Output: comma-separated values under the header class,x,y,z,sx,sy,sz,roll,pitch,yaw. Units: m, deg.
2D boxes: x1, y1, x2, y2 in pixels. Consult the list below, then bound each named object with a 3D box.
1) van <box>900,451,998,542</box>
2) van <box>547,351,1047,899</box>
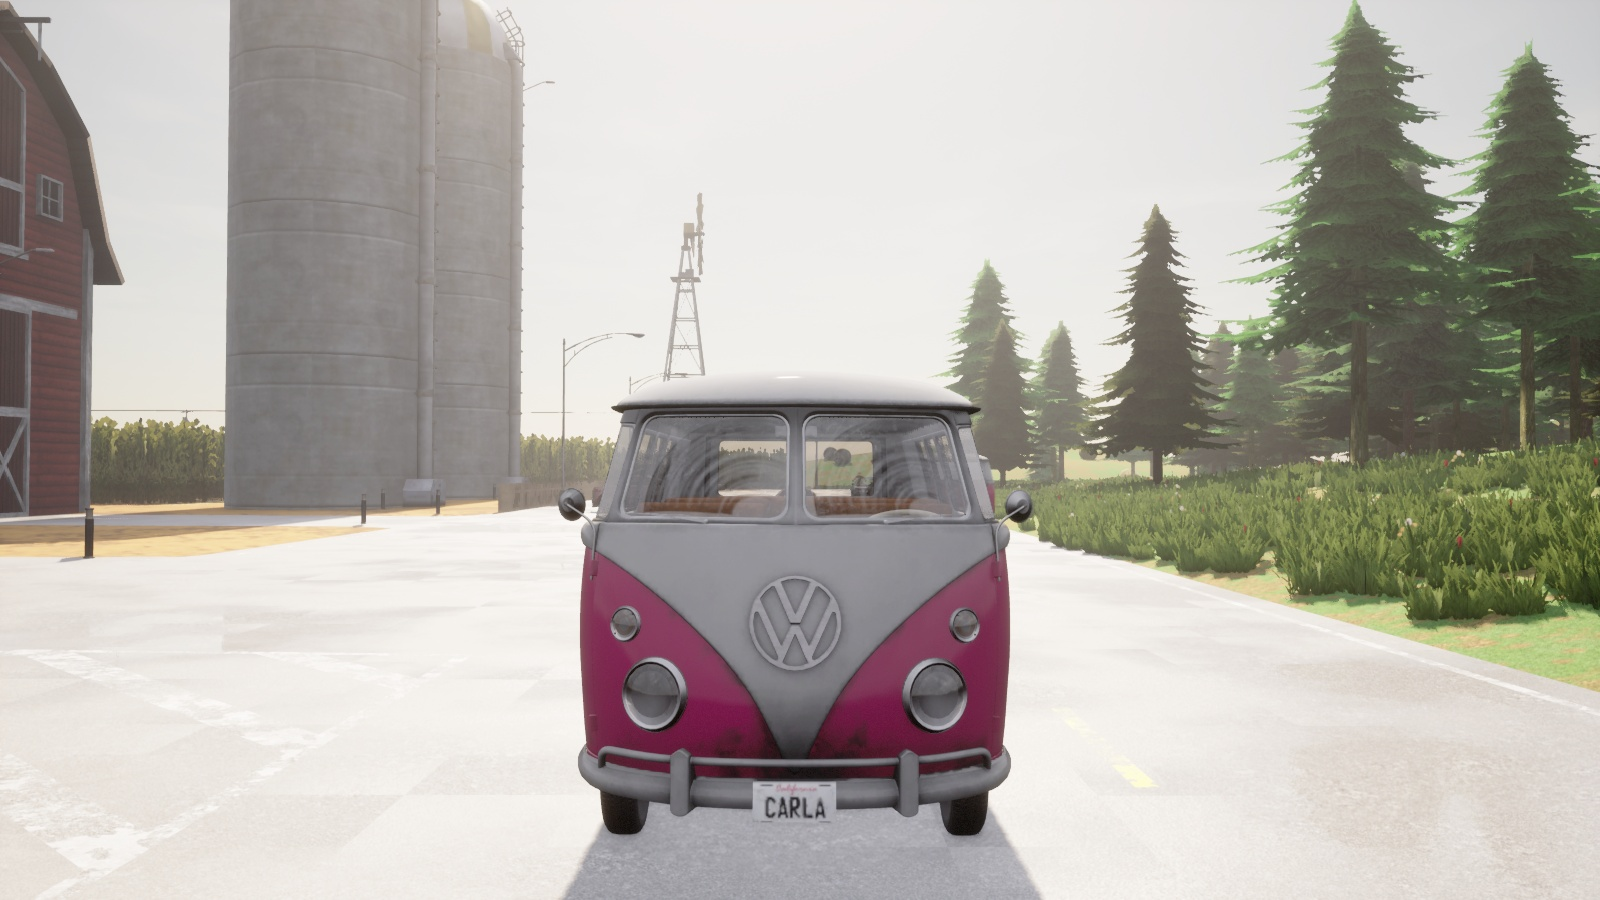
class,x,y,z,sx,sy,sz,roll,pitch,yaw
van,3.422,1.050,29.607,1.775,1.987,4.442,0,-1,0
van,-0.019,0.680,6.700,1.775,1.987,4.442,0,-1,0
